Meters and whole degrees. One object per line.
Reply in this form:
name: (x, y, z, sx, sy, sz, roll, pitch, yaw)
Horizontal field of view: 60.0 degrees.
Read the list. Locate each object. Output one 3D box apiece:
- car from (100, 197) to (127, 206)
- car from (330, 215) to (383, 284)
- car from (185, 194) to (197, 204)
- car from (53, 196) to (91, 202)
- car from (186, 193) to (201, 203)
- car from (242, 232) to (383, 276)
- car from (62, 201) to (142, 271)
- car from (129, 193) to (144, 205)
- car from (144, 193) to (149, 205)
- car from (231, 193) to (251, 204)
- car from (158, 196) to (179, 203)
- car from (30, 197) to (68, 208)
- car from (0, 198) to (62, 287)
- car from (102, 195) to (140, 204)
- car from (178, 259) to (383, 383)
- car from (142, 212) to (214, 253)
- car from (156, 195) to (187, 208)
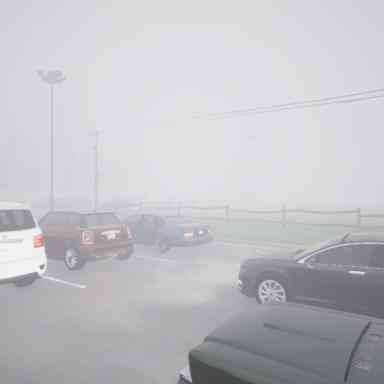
car: (-13.571, 1.563, 57.586, 1.994, 1.385, 4.181, 0, 0, 36)
car: (6.257, 1.478, 8.129, 5.008, 1.535, 1.882, 0, 0, 36)
car: (-1.955, 1.545, 61.598, 2.033, 1.411, 5.357, 0, 0, 36)
car: (-15.336, 1.351, 43.260, 2.097, 1.767, 4.553, 0, 0, 35)
car: (-0.434, 1.220, 69.480, 2.150, 2.045, 5.566, 0, 0, 36)
car: (3.190, 1.505, 6.014, 4.892, 1.490, 1.837, 0, 0, 36)
car: (-4.141, 1.352, 11.199, 4.553, 1.767, 2.097, 0, 0, 36)
car: (-10.010, 1.351, 50.614, 2.097, 1.767, 4.553, 0, 0, 36)
car: (-9.799, 1.222, 56.830, 2.150, 2.045, 5.566, 0, 0, 36)
car: (9.554, 1.222, 65.412, 2.150, 2.045, 5.566, 0, 0, 37)
car: (-4.912, 1.524, 69.286, 1.812, 1.442, 4.674, 0, 0, 36)
car: (-20.560, 1.503, 47.996, 1.837, 1.490, 4.892, 0, 0, 35)
car: (-5.811, 1.221, 8.087, 5.566, 2.045, 2.150, 0, 0, 36)
car: (-9.017, 1.504, 40.080, 1.837, 1.490, 4.892, 0, 0, 36)
car: (2.214, 1.601, 2.411, 4.718, 1.301, 1.895, 0, 0, 36)
car: (-1.705, 1.547, 13.759, 5.357, 1.411, 2.033, 0, 0, 36)
car: (-3.238, 1.525, 48.020, 1.812, 1.442, 4.674, 0, 0, 36)
